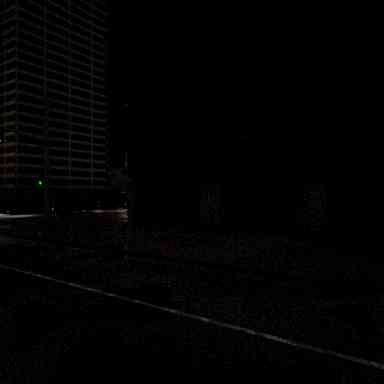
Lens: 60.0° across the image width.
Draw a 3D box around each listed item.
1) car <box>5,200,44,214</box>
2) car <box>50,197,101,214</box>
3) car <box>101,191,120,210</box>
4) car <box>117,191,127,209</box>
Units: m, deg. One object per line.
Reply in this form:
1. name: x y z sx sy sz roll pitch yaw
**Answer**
1. car: -17.091 1.547 35.868 2.033 1.411 5.357 0 0 35
2. car: -12.779 1.491 35.916 2.128 1.511 4.902 0 0 35
3. car: -10.963 1.221 44.590 2.150 2.045 5.566 0 0 35
4. car: -6.815 1.221 44.397 2.150 2.045 5.566 0 0 36
